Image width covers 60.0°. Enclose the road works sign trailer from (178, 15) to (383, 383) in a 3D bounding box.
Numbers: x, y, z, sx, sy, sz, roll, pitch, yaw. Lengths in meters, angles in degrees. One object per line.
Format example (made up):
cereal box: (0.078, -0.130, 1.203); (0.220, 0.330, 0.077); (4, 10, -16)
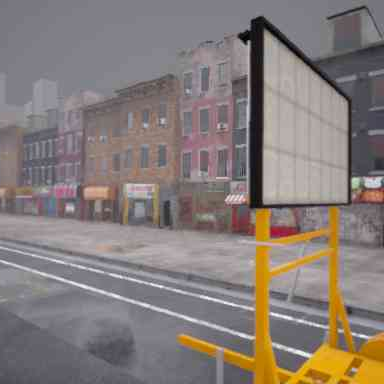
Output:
road works sign trailer: (0.976, 0.539, 3.314); (2.880, 3.560, 2.380); (0, -1, 39)
